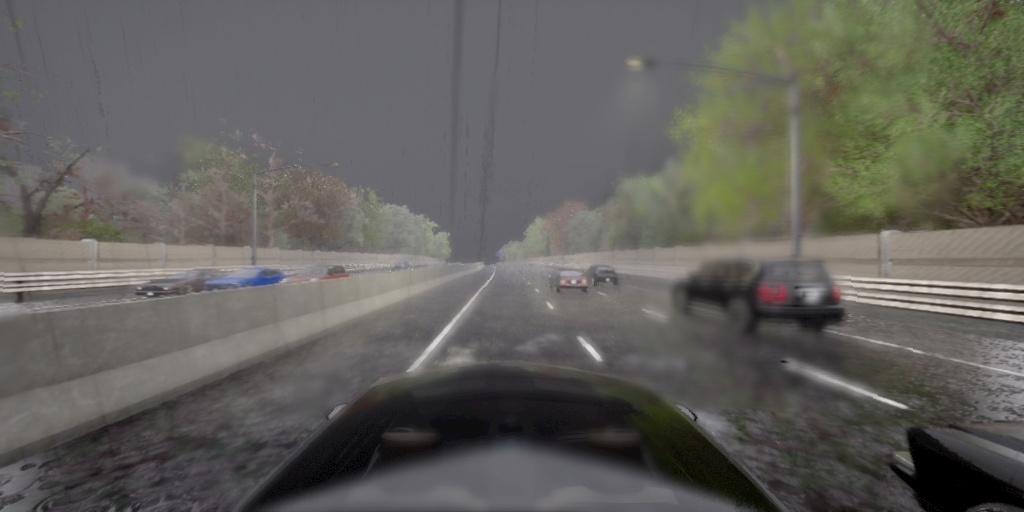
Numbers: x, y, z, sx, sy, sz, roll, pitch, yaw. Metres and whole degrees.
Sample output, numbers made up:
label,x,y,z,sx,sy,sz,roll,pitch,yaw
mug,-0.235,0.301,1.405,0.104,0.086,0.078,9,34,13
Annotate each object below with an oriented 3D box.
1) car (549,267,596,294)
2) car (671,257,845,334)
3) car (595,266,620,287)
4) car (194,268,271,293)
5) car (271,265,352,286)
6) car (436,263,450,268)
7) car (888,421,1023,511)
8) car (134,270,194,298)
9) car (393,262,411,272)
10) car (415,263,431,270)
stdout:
label,x,y,z,sx,sy,sz,roll,pitch,yaw
car,3.467,1.518,22.448,2.033,1.411,5.357,0,-1,-1
car,7.065,1.070,11.126,2.150,2.045,5.566,0,-1,0
car,6.892,1.532,27.833,1.837,1.490,4.892,0,-1,-1
car,-14.202,1.423,19.697,1.882,1.535,5.008,0,-1,-1
car,-10.706,1.299,19.964,2.097,1.767,4.553,0,-1,-1
car,-11.522,1.881,60.200,1.837,1.490,4.892,0,-1,-1
car,3.578,1.335,0.329,1.895,1.301,4.718,0,-1,0
car,-17.711,1.499,20.203,2.033,1.411,5.357,0,-1,-1
car,-18.517,1.726,60.465,2.097,1.767,4.553,0,-1,-1
car,-15.019,1.928,60.866,2.033,1.411,5.357,0,-1,-1
